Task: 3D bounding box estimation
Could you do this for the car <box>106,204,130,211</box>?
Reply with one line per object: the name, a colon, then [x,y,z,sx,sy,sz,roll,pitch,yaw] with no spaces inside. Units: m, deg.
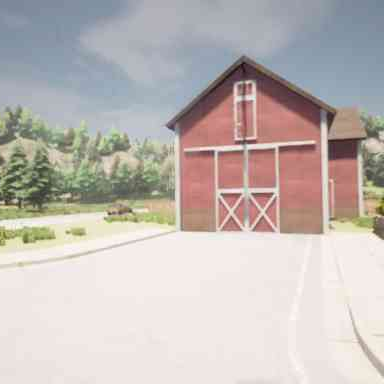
car: [-9.320,2.268,42.647,1.816,1.474,4.193,-7,-2,16]
